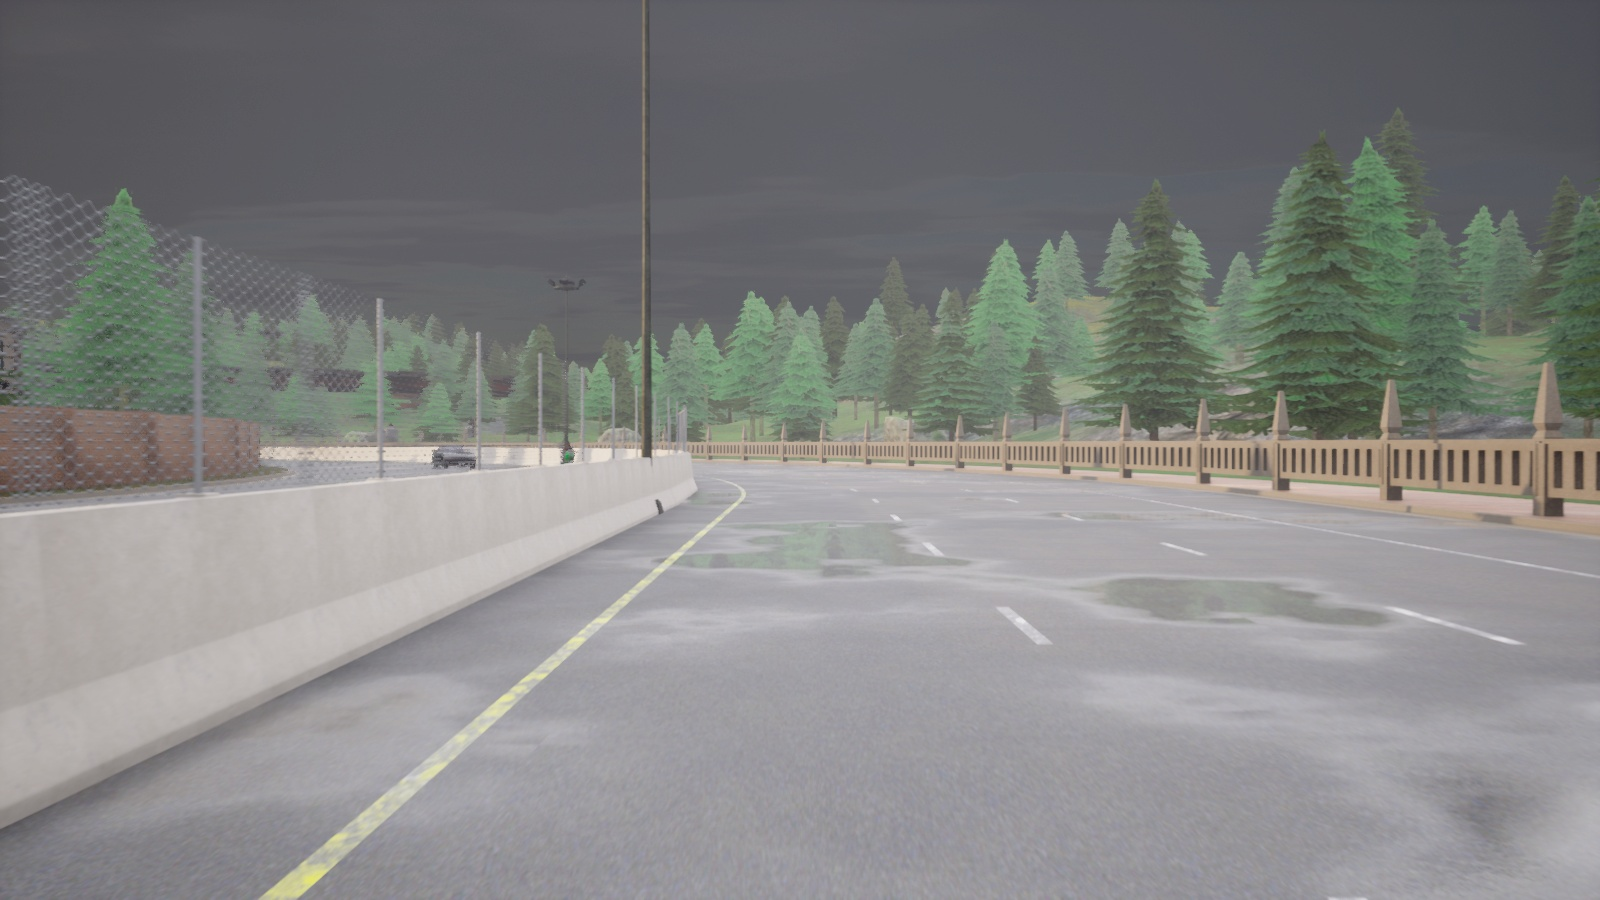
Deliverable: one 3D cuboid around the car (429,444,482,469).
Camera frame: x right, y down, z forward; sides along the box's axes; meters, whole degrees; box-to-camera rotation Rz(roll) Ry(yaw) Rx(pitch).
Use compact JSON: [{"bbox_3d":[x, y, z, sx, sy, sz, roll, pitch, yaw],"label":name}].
[{"bbox_3d":[-20.450,0.358,74.433,2.033,1.411,5.357,0,0,-26],"label":"car"}]
